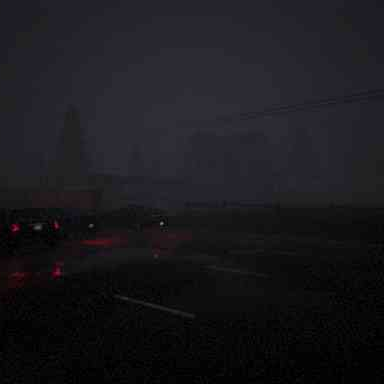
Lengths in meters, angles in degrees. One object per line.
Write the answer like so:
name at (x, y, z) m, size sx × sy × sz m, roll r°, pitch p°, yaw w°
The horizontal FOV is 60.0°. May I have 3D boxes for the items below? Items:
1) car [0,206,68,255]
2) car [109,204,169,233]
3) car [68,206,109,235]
car at (-7.408, 1.343, 13.536) m, size 4.553 × 1.767 × 2.097 m, roll 0°, pitch 0°, yaw 36°
car at (-3.600, 1.484, 19.421) m, size 4.902 × 1.511 × 2.128 m, roll 0°, pitch 0°, yaw 36°
car at (-6.865, 1.469, 17.461) m, size 5.008 × 1.535 × 1.882 m, roll 0°, pitch 0°, yaw 36°
